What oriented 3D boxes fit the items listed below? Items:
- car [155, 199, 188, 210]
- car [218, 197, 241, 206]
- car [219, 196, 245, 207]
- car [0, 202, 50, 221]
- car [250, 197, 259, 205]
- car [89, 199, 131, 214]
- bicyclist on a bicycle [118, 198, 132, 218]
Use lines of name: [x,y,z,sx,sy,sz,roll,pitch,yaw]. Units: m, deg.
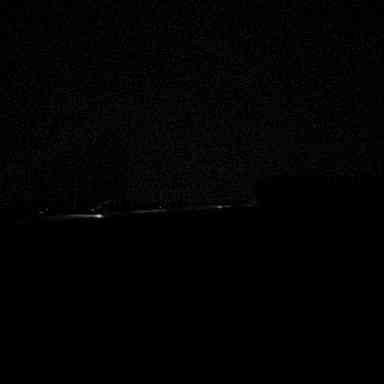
car: [-2.655,1.555,42.752,1.895,1.301,4.718,-1,-1,35]
car: [6.335,1.541,55.362,1.812,1.442,4.674,-1,-1,35]
car: [6.238,1.403,50.354,1.882,1.535,5.008,-1,-1,36]
car: [-14.144,1.536,26.418,2.033,1.411,5.357,-1,-1,34]
car: [11.933,1.475,58.536,2.128,1.511,4.902,-1,-1,35]
car: [-8.417,1.493,34.596,1.812,1.442,4.674,-1,-1,35]
bicyclist on a bicycle: [-5.675,1.348,28.099,1.656,1.620,0.582,0,0,35]
